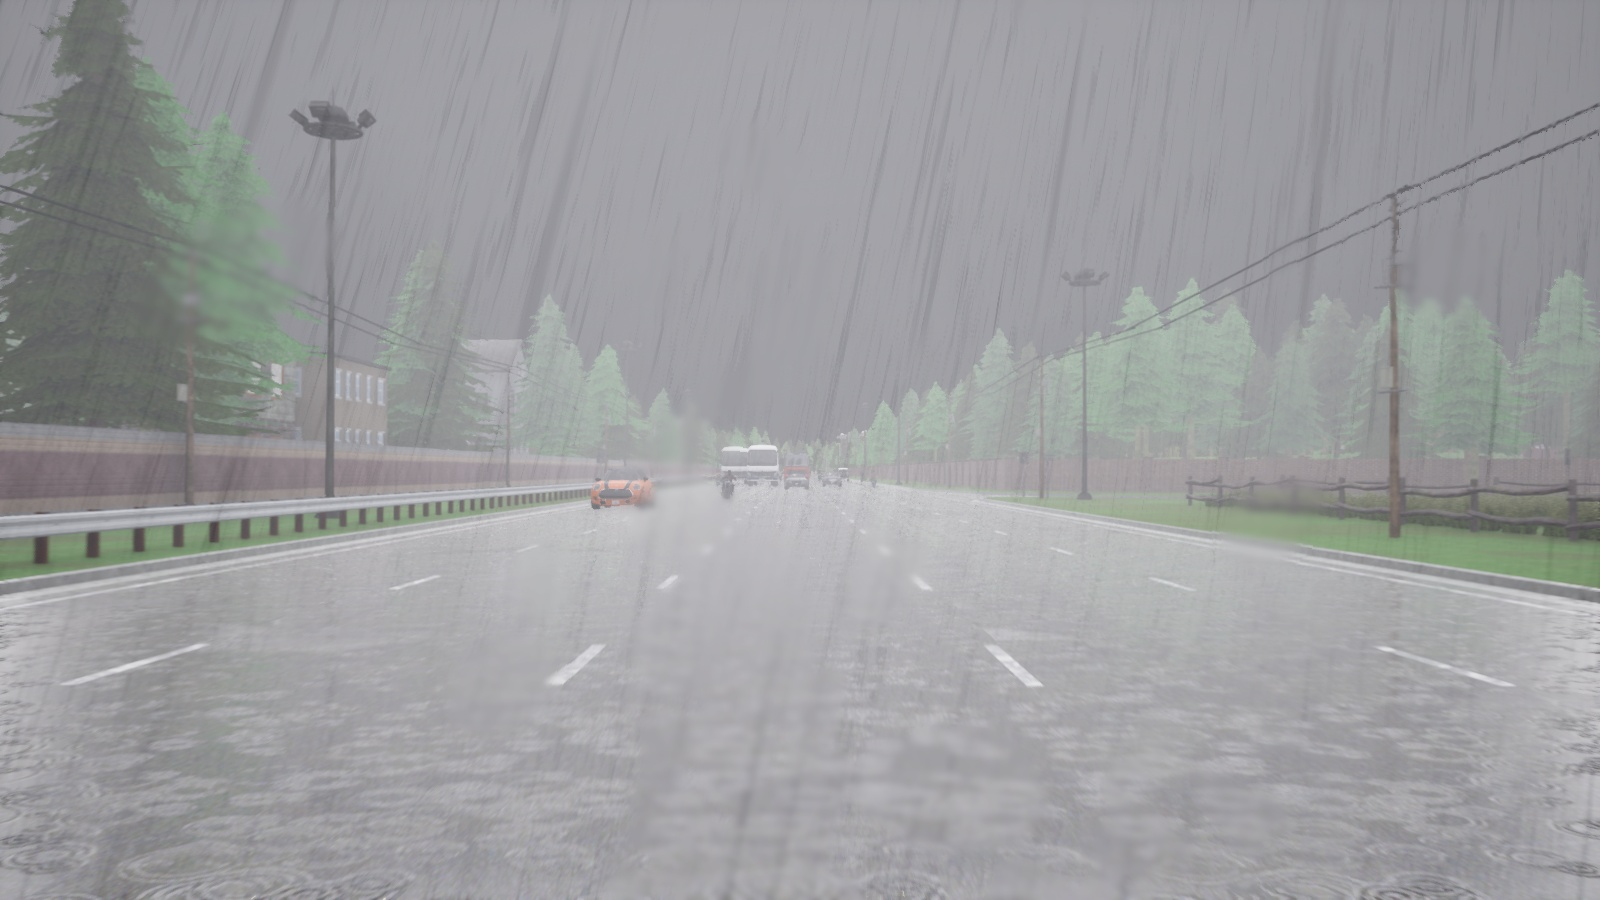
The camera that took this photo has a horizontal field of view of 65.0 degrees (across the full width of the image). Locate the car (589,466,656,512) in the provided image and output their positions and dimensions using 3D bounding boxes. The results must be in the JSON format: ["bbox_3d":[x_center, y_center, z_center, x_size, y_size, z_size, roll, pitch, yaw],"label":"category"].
[{"bbox_3d":[-7.126,1.552,50.858,2.097,1.767,4.553,0,-1,0],"label":"car"}]
